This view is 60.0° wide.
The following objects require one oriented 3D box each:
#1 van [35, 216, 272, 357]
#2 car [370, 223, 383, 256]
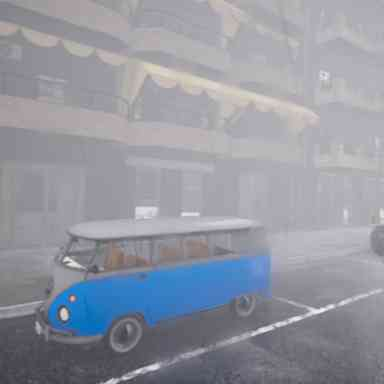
[{"bbox_3d":[-0.394,1.359,5.789,3.998,1.788,1.690,0,1,-35],"label":"van"},{"bbox_3d":[8.612,1.401,12.209,5.009,1.841,2.192,0,1,-35],"label":"car"}]
